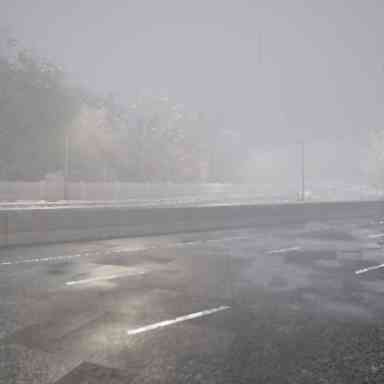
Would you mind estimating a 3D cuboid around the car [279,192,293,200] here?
[{"bbox_3d":[18.847,0.845,66.851,1.837,1.490,4.892,0,1,31],"label":"car"}]

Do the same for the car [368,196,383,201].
[{"bbox_3d":[31.738,1.507,56.626,4.892,1.490,1.837,0,0,-35],"label":"car"}]

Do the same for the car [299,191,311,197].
[{"bbox_3d":[27.293,0.435,80.235,1.882,1.535,5.008,0,2,33],"label":"car"}]
